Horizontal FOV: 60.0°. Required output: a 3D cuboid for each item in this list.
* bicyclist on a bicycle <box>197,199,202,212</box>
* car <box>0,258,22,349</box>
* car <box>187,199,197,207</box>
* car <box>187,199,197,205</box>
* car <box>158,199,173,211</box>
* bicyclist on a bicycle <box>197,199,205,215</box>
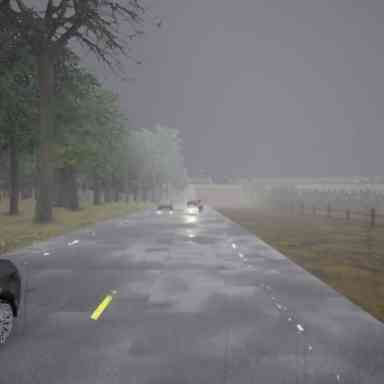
[{"bbox_3d":[0.955,1.690,43.158,0.582,1.620,1.656,0,-1,0],"label":"bicyclist on a bicycle"},{"bbox_3d":[-3.601,1.486,3.303,2.128,1.511,4.902,0,0,0],"label":"car"},{"bbox_3d":[0.026,2.031,63.886,1.837,1.490,4.892,0,-1,1],"label":"car"},{"bbox_3d":[-0.017,2.294,76.656,2.128,1.511,4.902,0,-1,0],"label":"car"},{"bbox_3d":[-3.590,1.743,45.552,1.882,1.535,5.008,0,-1,0],"label":"car"},{"bbox_3d":[0.934,1.567,33.860,0.866,1.612,1.509,0,-1,0],"label":"bicyclist on a bicycle"}]
